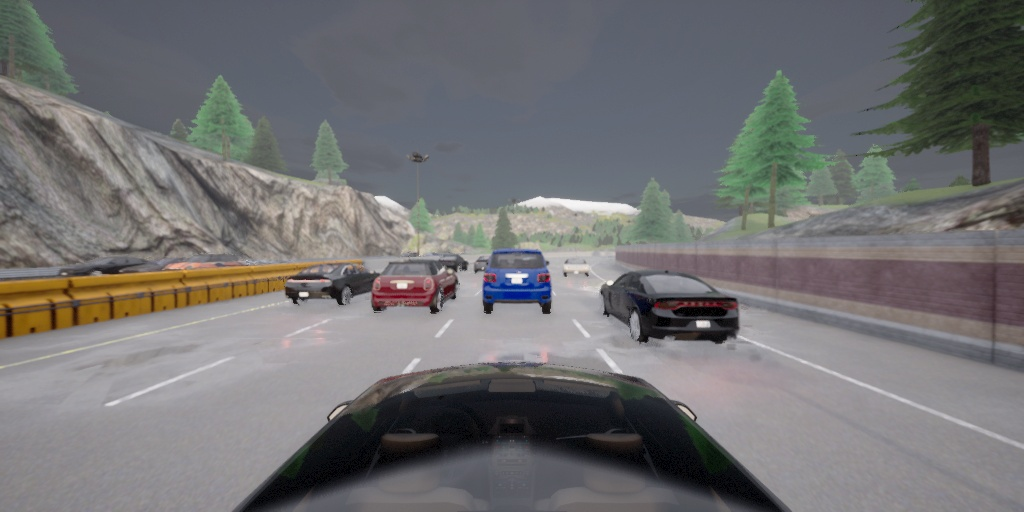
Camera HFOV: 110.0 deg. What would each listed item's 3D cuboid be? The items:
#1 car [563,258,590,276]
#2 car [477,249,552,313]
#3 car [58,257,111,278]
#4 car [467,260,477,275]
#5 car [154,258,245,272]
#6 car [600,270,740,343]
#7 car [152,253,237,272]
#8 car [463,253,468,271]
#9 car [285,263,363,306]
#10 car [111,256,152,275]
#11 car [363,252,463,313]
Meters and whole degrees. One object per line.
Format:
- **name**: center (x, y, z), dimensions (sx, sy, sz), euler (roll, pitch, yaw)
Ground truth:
- **car**: center (4.970, 0.838, 28.135), dimensions (1.895, 1.301, 4.718), euler (0, 1, 8)
- **car**: center (0.208, 0.752, 12.964), dimensions (2.150, 2.045, 5.566), euler (0, 1, 1)
- **car**: center (-27.281, 0.775, 24.522), dimensions (1.882, 1.535, 5.008), euler (0, 1, 6)
- **car**: center (-1.834, 0.696, 29.713), dimensions (2.128, 1.511, 4.902), euler (0, 1, 8)
- **car**: center (-17.100, 0.976, 20.661), dimensions (1.895, 1.301, 4.718), euler (0, 1, 4)
- **car**: center (3.638, 1.082, 9.237), dimensions (1.882, 1.535, 5.008), euler (0, 1, 1)
- **car**: center (-20.321, 0.665, 23.842), dimensions (2.097, 1.767, 4.553), euler (0, 1, 6)
- **car**: center (-5.136, 0.650, 31.277), dimensions (1.882, 1.535, 5.008), euler (0, 1, 8)
- **car**: center (-6.739, 0.997, 14.161), dimensions (2.128, 1.511, 4.902), euler (0, 1, 2)
- **car**: center (-23.755, 0.835, 25.076), dimensions (2.033, 1.411, 5.357), euler (0, 1, 5)
- **car**: center (-3.275, 0.881, 12.981), dimensions (2.097, 1.767, 4.553), euler (0, 1, 1)
